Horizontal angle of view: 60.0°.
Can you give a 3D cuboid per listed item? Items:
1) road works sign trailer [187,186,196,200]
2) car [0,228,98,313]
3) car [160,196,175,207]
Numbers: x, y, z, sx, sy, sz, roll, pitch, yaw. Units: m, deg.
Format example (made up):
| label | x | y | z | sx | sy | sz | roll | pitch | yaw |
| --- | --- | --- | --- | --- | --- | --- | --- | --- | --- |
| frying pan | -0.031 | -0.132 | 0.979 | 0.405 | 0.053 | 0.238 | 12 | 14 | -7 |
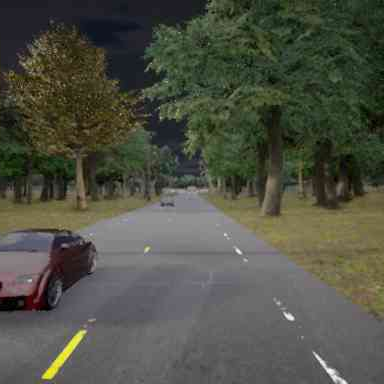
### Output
| label | x | y | z | sx | sy | sz | roll | pitch | yaw |
| --- | --- | --- | --- | --- | --- | --- | --- | --- | --- |
| road works sign trailer | -0.019 | 0.206 | 88.902 | 2.380 | 3.560 | 2.880 | 0 | 0 | 0 |
| car | -3.601 | 1.554 | 7.586 | 1.994 | 1.385 | 4.181 | 0 | 0 | 0 |
| car | -3.590 | 1.404 | 48.735 | 1.837 | 1.490 | 4.892 | 0 | 0 | 0 |
